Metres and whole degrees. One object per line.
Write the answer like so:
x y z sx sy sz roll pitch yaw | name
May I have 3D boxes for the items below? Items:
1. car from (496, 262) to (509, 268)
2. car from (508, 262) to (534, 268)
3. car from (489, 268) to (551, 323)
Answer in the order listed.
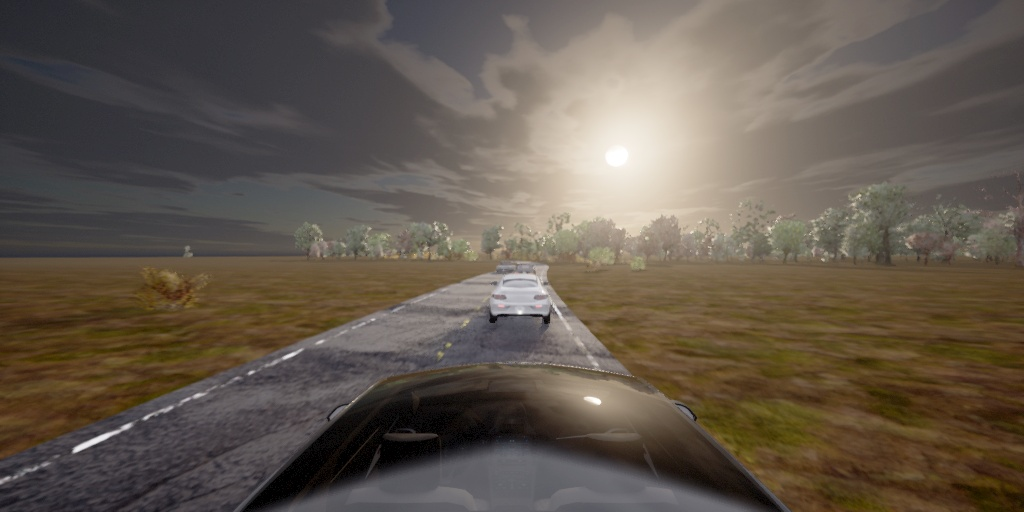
-0.775 1.423 44.847 1.895 1.301 4.718 0 0 6 | car
1.119 1.348 30.180 2.033 1.411 5.357 0 0 4 | car
0.279 1.295 12.130 1.812 1.442 4.674 0 0 1 | car
